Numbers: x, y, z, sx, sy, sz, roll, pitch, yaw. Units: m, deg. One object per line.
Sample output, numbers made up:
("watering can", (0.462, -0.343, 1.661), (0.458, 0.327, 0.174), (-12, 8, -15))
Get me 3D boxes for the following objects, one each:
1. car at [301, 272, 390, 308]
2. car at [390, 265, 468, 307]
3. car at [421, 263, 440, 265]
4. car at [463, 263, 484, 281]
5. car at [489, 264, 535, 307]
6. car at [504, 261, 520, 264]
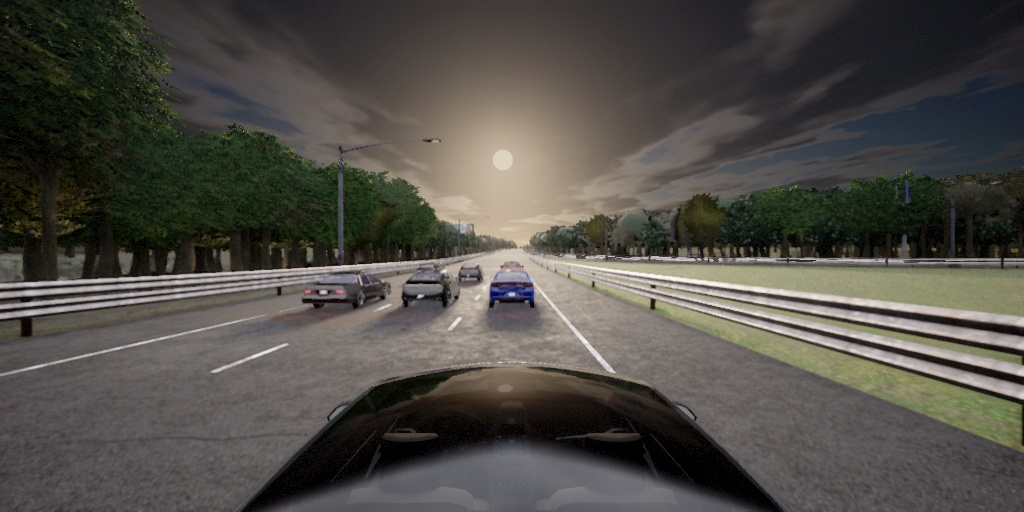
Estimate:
("car", (-7.001, 1.405, 15.826), (2.033, 1.411, 5.357), (0, 0, 0))
("car", (-3.498, 1.351, 16.139), (2.128, 1.511, 4.902), (0, 0, 0))
("car", (-7.001, 1.370, 31.137), (1.837, 1.490, 4.892), (0, 1, 0))
("car", (-3.501, 1.355, 31.126), (2.128, 1.511, 4.902), (0, 0, 0))
("car", (0.004, 1.337, 16.321), (1.882, 1.535, 5.008), (0, 0, 0))
("car", (-0.003, 1.212, 30.904), (2.097, 1.767, 4.553), (0, 0, 0))
